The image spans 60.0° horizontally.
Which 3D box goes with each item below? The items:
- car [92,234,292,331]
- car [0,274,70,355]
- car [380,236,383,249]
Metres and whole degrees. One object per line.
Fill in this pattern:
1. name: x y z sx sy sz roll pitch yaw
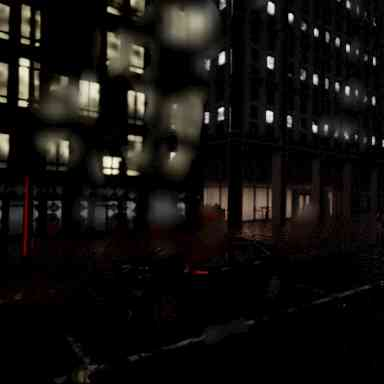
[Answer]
1. car: 0.202 1.592 6.853 4.403 1.369 2.008 1 0 -36
2. car: -4.015 1.513 3.843 4.829 1.417 1.752 1 0 -35
3. car: 9.313 1.680 13.276 4.829 1.417 1.752 1 0 -35
